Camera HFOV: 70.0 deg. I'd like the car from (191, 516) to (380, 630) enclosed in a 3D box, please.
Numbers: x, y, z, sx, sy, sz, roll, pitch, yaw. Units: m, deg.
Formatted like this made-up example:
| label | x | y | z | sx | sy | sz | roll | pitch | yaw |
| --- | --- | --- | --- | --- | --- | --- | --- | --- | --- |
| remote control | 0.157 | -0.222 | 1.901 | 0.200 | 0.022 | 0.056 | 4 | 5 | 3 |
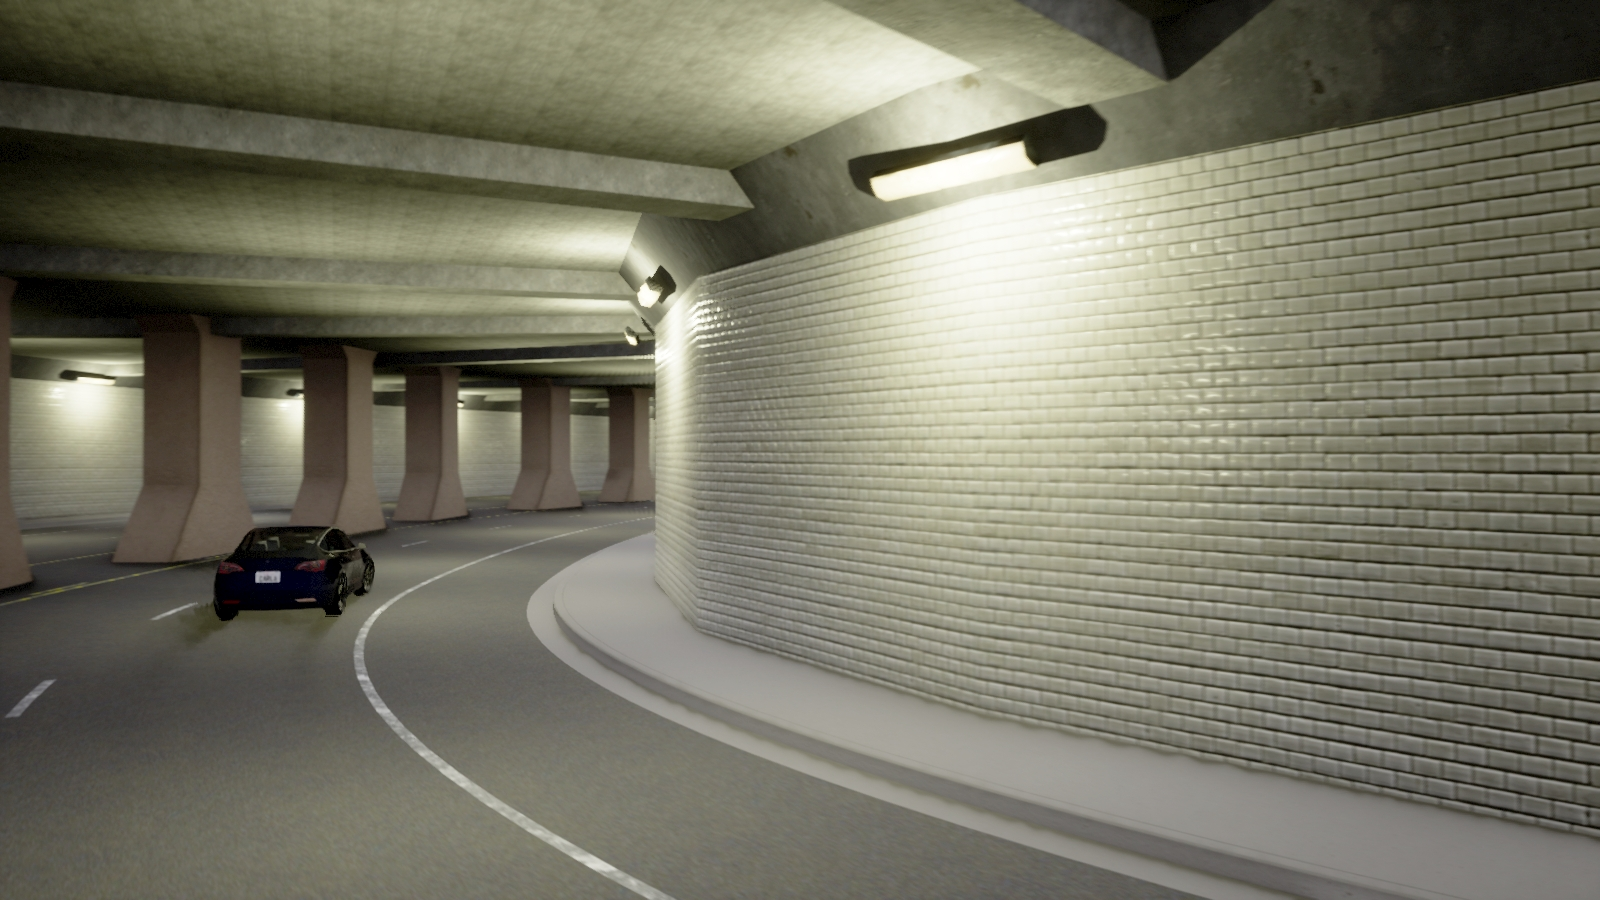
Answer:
| label | x | y | z | sx | sy | sz | roll | pitch | yaw |
| --- | --- | --- | --- | --- | --- | --- | --- | --- | --- |
| car | -9.018 | 2.077 | 20.499 | 2.163 | 1.488 | 4.792 | 0 | 0 | -13 |
